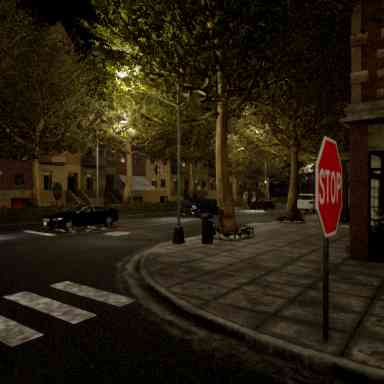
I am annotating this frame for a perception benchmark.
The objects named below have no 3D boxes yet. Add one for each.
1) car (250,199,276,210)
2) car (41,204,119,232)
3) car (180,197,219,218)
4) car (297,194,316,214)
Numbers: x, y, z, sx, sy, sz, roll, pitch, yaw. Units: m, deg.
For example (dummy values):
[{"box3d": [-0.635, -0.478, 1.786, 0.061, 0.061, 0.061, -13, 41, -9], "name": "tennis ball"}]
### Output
[{"box3d": [8.910, 1.563, 41.777, 1.994, 1.385, 4.181, 0, 0, 36], "name": "car"}, {"box3d": [-6.714, 1.491, 20.426, 2.128, 1.511, 4.902, 0, 0, 36], "name": "car"}, {"box3d": [0.638, 1.351, 30.512, 2.097, 1.767, 4.553, 0, 0, 36], "name": "car"}, {"box3d": [12.748, 1.228, 35.778, 2.435, 2.045, 5.566, 0, 0, 36], "name": "car"}]
